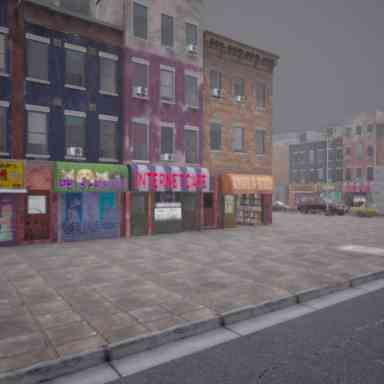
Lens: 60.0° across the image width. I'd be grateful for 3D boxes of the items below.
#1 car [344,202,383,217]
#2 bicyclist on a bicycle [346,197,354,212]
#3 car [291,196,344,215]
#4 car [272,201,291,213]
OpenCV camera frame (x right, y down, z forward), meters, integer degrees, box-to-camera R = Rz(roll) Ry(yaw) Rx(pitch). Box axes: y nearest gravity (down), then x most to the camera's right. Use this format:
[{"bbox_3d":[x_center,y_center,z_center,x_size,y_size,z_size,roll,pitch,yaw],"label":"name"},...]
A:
[{"bbox_3d":[16.194,1.573,28.813,1.752,1.417,4.829,0,0,-35],"label":"car"},{"bbox_3d":[17.485,1.373,36.729,1.656,1.620,0.582,0,0,-35],"label":"bicyclist on a bicycle"},{"bbox_3d":[12.930,1.377,33.390,2.192,1.841,5.009,0,0,-35],"label":"car"},{"bbox_3d":[9.765,1.658,37.829,1.802,1.307,4.206,0,0,-35],"label":"car"}]
